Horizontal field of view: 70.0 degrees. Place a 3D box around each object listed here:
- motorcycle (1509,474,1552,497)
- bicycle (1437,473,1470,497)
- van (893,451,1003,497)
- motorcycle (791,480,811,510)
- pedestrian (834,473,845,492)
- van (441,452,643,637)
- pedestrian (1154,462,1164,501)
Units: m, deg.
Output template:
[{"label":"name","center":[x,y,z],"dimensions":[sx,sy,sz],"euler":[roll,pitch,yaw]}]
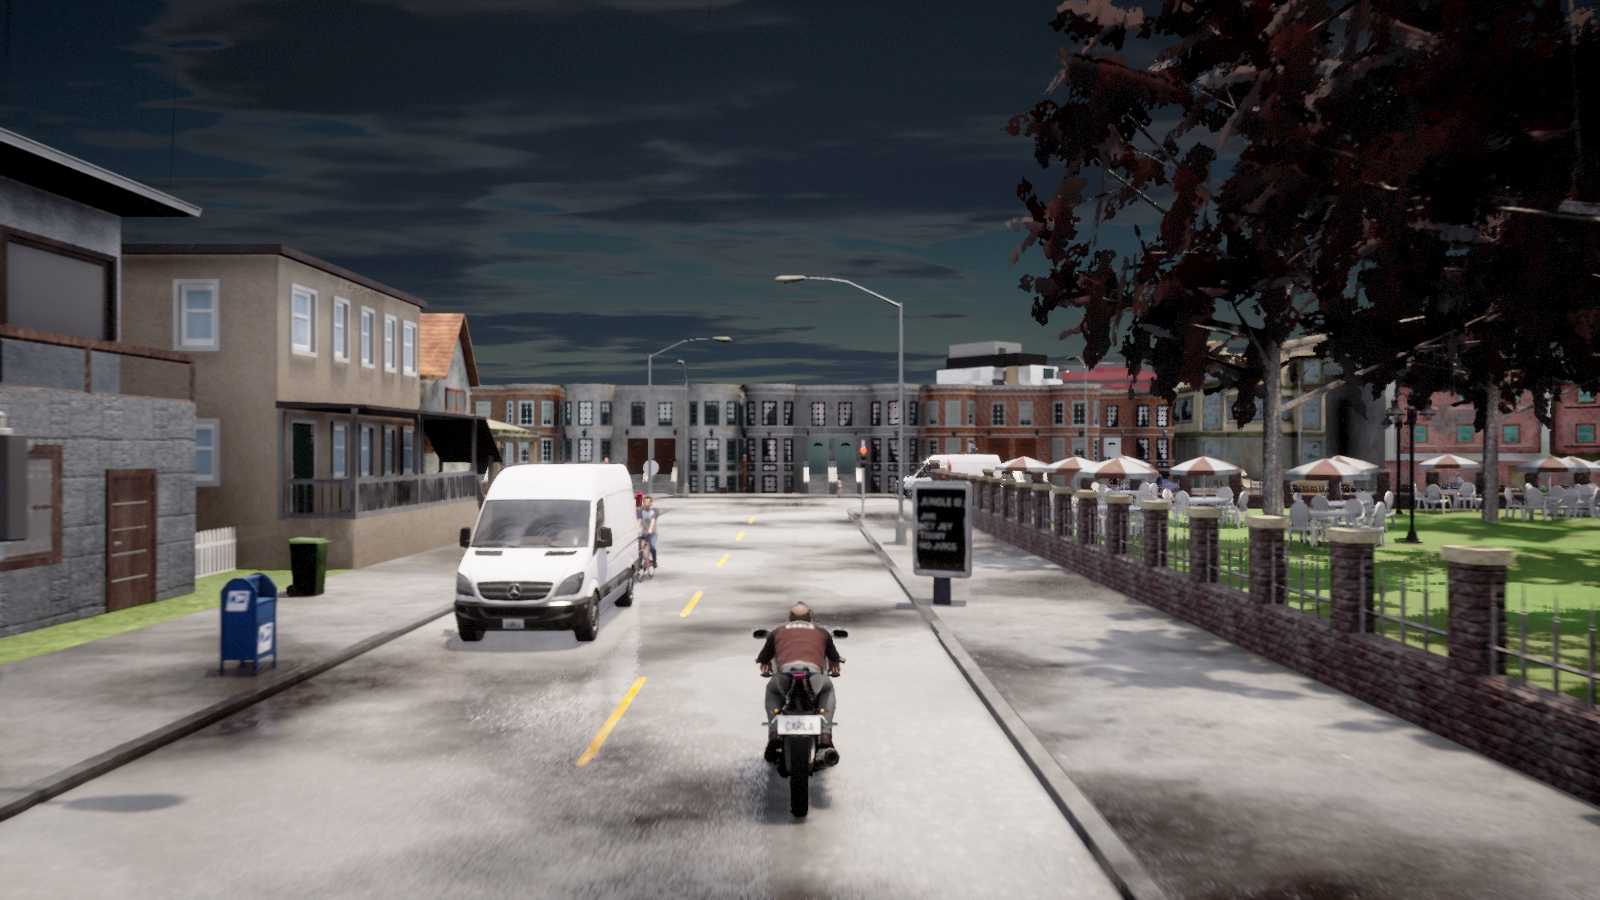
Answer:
[{"label":"motorcycle","center":[40.519,1.968,63.376],"dimensions":[1.805,1.236,0.856],"euler":[0,1,12]},{"label":"bicycle","center":[36.411,1.940,63.674],"dimensions":[1.643,1.296,0.373],"euler":[-1,0,1]},{"label":"van","center":[8.213,1.319,63.805],"dimensions":[5.915,2.561,1.988],"euler":[0,0,0]},{"label":"motorcycle","center":[0.064,1.988,51.273],"dimensions":[0.867,1.251,2.209],"euler":[0,0,0]},{"label":"pedestrian","center":[2.277,1.908,66.536],"dimensions":[0.500,1.100,0.500],"euler":[0,0,-20]},{"label":"van","center":[-3.979,1.315,18.785],"dimensions":[1.988,2.561,5.915],"euler":[0,0,0]},{"label":"pedestrian","center":[17.278,1.519,55.036],"dimensions":[0.375,1.860,0.375],"euler":[0,0,1]}]
